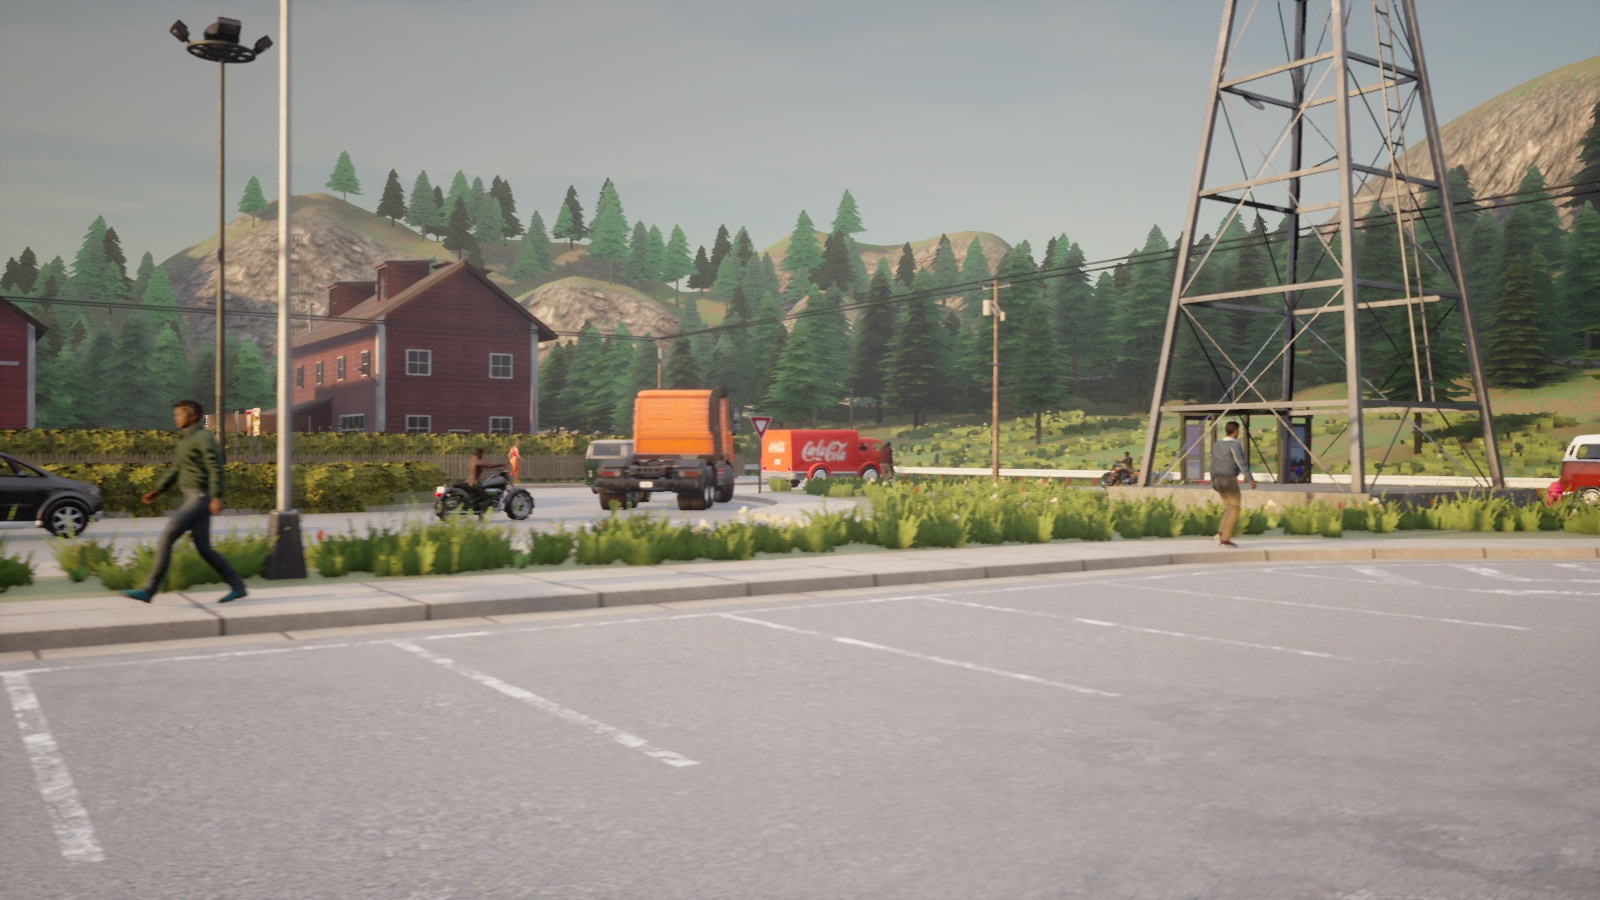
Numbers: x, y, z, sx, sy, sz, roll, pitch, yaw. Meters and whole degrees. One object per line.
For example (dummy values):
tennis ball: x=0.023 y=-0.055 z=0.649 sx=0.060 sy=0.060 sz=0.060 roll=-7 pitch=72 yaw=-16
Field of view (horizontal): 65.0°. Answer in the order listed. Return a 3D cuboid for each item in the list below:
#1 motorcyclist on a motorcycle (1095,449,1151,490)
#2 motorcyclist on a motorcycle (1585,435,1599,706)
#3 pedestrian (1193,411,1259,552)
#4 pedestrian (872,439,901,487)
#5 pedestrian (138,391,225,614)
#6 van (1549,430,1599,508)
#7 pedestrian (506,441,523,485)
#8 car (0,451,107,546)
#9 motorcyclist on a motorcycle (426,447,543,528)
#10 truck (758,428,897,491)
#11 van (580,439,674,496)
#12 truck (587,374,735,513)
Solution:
motorcyclist on a motorcycle: x=13.446 y=0.795 z=52.302 sx=0.766 sy=1.649 sz=2.350 roll=0 pitch=0 yaw=-34
motorcyclist on a motorcycle: x=5.634 y=0.705 z=7.580 sx=1.817 sy=1.590 sz=0.866 roll=0 pitch=0 yaw=-35
pedestrian: x=6.013 y=0.431 z=17.729 sx=0.788 sy=1.949 sz=0.423 roll=0 pitch=0 yaw=-24
pedestrian: x=3.384 y=0.513 z=49.110 sx=0.899 sy=1.844 sz=0.634 roll=0 pitch=0 yaw=-34
pedestrian: x=-5.292 y=0.438 z=10.750 sx=0.614 sy=1.847 sz=0.353 roll=0 pitch=0 yaw=-38
van: x=22.380 y=0.501 z=32.683 sx=2.069 sy=2.038 sz=4.480 roll=0 pitch=0 yaw=-34
pedestrian: x=-11.951 y=0.554 z=52.553 sx=0.594 sy=1.836 sz=0.345 roll=0 pitch=0 yaw=-35
car: x=-13.932 y=0.805 z=21.244 sx=3.705 sy=1.549 sz=1.789 roll=0 pitch=0 yaw=-34
motorcyclist on a motorcycle: x=-6.688 y=0.775 z=26.703 sx=0.766 sy=1.649 sz=2.350 roll=0 pitch=0 yaw=45
truck: x=1.167 y=0.384 z=52.325 sx=5.204 sy=2.467 sz=2.627 roll=0 pitch=0 yaw=-33
van: x=-6.283 y=0.624 z=46.138 sx=1.775 sy=1.987 sz=4.442 roll=0 pitch=0 yaw=16
truck: x=-3.666 y=-0.143 z=35.200 sx=2.891 sy=3.462 sz=7.936 roll=0 pitch=0 yaw=3
